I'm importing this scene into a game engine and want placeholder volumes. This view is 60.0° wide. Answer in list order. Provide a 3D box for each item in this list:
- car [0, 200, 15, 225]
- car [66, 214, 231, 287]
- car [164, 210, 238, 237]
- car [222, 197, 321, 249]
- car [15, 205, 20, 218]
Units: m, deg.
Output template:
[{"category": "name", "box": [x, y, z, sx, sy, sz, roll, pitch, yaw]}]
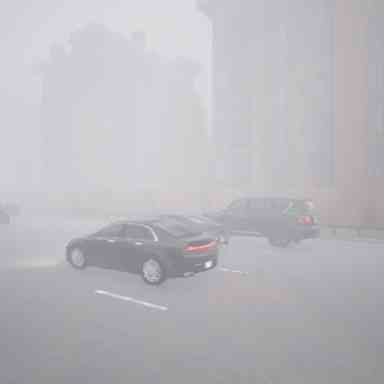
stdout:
[{"category": "car", "box": [-14.633, 1.349, 23.012, 4.553, 1.767, 2.097, 0, 0, 35]}, {"category": "car", "box": [-1.565, 1.503, 9.403, 4.892, 1.490, 1.837, 0, 0, 35]}, {"category": "car", "box": [-0.780, 1.525, 13.130, 4.674, 1.442, 1.812, 0, 0, 35]}, {"category": "car", "box": [2.795, 1.224, 14.892, 5.566, 2.045, 2.150, 0, 0, 35]}, {"category": "car", "box": [-17.016, 1.475, 29.009, 5.008, 1.535, 1.882, 0, 0, 35]}]
